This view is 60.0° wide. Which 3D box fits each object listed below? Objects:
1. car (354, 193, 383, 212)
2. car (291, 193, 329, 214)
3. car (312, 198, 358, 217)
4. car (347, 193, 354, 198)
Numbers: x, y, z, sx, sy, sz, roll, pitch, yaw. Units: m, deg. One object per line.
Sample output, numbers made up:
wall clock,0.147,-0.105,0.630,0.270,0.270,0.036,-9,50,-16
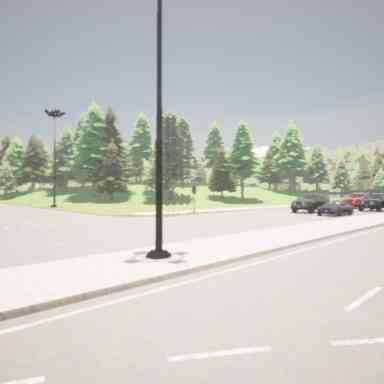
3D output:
car,20.965,1.146,37.929,5.566,2.045,2.150,0,0,-42
car,12.512,1.131,34.741,5.566,2.045,2.150,0,0,-43
car,13.211,1.491,30.580,4.181,1.385,1.994,0,0,-44
car,21.778,1.126,43.475,5.566,2.045,2.150,0,1,-43
